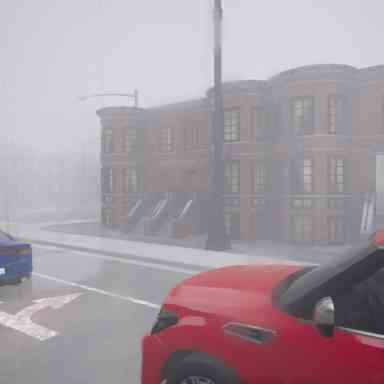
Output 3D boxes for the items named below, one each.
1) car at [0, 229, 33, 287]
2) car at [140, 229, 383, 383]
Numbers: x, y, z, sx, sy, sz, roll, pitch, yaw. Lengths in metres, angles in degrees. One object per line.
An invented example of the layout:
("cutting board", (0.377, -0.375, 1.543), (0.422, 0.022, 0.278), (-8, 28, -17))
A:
("car", (-5.950, 1.478, 8.236), (5.008, 1.535, 1.882), (0, 0, 36))
("car", (2.138, 1.221, 2.464), (5.566, 2.045, 2.150), (0, 0, 36))
